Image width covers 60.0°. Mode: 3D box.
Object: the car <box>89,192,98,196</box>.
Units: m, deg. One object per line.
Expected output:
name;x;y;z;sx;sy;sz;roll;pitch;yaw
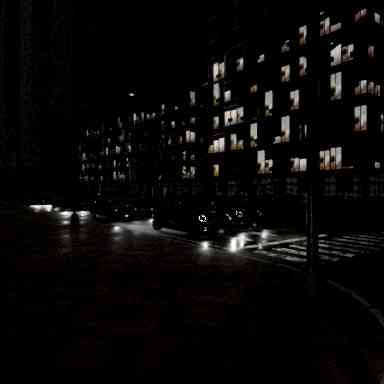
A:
car;-10.188;0.995;34.563;1.895;1.301;4.718;0;1;-38

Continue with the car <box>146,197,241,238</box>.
car;-0.075;1.124;16.497;2.097;1.767;4.553;0;1;-38

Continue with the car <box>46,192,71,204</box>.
car;-17.913;0.764;44.500;1.895;1.301;4.718;0;1;-38

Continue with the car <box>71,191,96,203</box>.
car;-15.296;0.663;46.628;1.837;1.490;4.892;0;1;-38

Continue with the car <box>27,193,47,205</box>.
car;-18.062;0.803;39.374;1.994;1.385;4.181;0;1;-38

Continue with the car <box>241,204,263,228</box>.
car;1.911;1.104;19.227;2.097;1.767;4.553;0;1;-38

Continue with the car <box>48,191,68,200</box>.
car;-22.574;0.541;55.894;1.895;1.301;4.718;0;1;-38

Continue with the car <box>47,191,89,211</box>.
car;-11.695;0.935;31.224;1.837;1.490;4.892;0;1;-38

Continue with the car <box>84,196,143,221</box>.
car;-5.653;1.208;23.555;1.895;1.301;4.718;0;1;-38

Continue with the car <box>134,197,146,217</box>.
car;-3.966;1.126;26.661;2.033;1.411;5.357;0;1;-38
